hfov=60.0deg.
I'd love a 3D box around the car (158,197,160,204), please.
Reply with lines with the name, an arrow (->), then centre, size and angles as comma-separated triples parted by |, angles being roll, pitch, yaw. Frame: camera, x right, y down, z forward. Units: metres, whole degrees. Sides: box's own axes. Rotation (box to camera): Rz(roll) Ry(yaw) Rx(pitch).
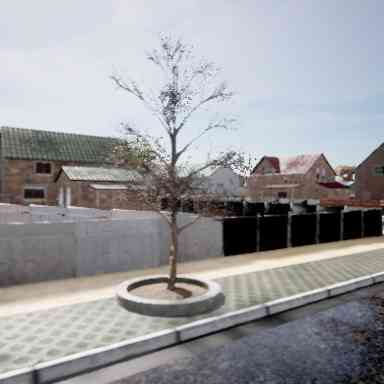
car -> -6.325, 1.292, 52.975 | 2.128, 1.511, 4.902 | 1, 0, -34

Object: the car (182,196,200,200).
car -> -0.622, 1.381, 49.538 | 2.128, 1.511, 4.902 | 1, 0, -34
